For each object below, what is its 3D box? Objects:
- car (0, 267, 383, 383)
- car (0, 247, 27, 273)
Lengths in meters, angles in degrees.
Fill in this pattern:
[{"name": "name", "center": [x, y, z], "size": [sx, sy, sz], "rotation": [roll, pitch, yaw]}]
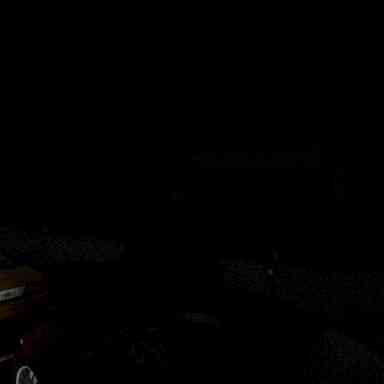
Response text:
[{"name": "car", "center": [0.011, 1.581, 3.070], "size": [4.206, 1.307, 1.802], "rotation": [0, 1, 36]}, {"name": "car", "center": [-4.670, 1.523, 6.419], "size": [4.829, 1.417, 1.752], "rotation": [0, 1, 36]}]
